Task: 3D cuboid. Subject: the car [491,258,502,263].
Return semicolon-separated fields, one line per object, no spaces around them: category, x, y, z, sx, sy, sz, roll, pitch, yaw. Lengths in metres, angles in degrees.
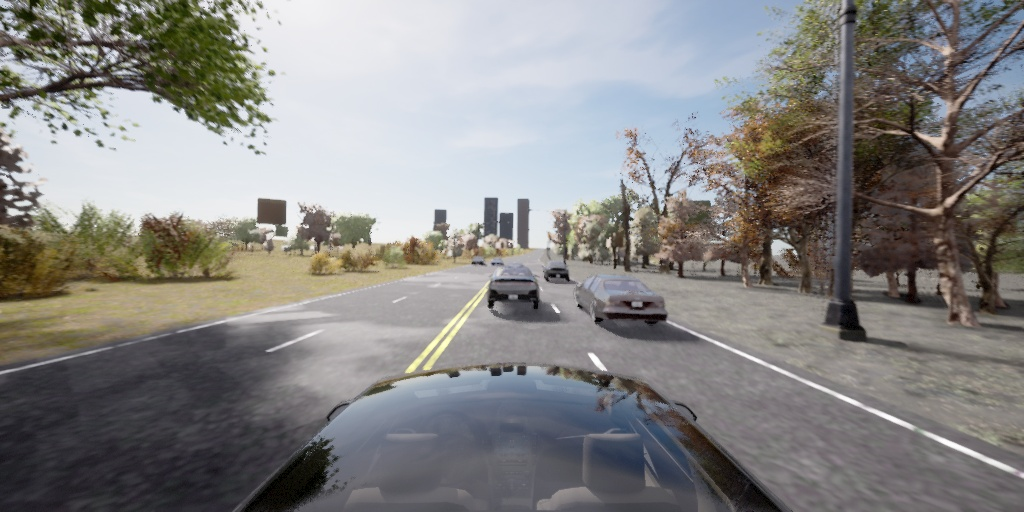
car;-2.395;0.980;58.610;2.033;1.411;5.357;1;0;2

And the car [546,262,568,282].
car;3.510;1.196;29.031;1.837;1.490;4.892;1;1;1

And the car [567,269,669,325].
car;3.325;1.305;11.947;2.033;1.411;5.357;2;0;1

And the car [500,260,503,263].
car;0.252;1.211;29.235;1.994;1.385;4.181;1;1;2

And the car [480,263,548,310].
car;0.080;1.165;14.151;2.128;1.511;4.902;0;-1;1

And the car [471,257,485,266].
car;-5.592;0.847;60.043;1.882;1.535;5.008;1;1;2
